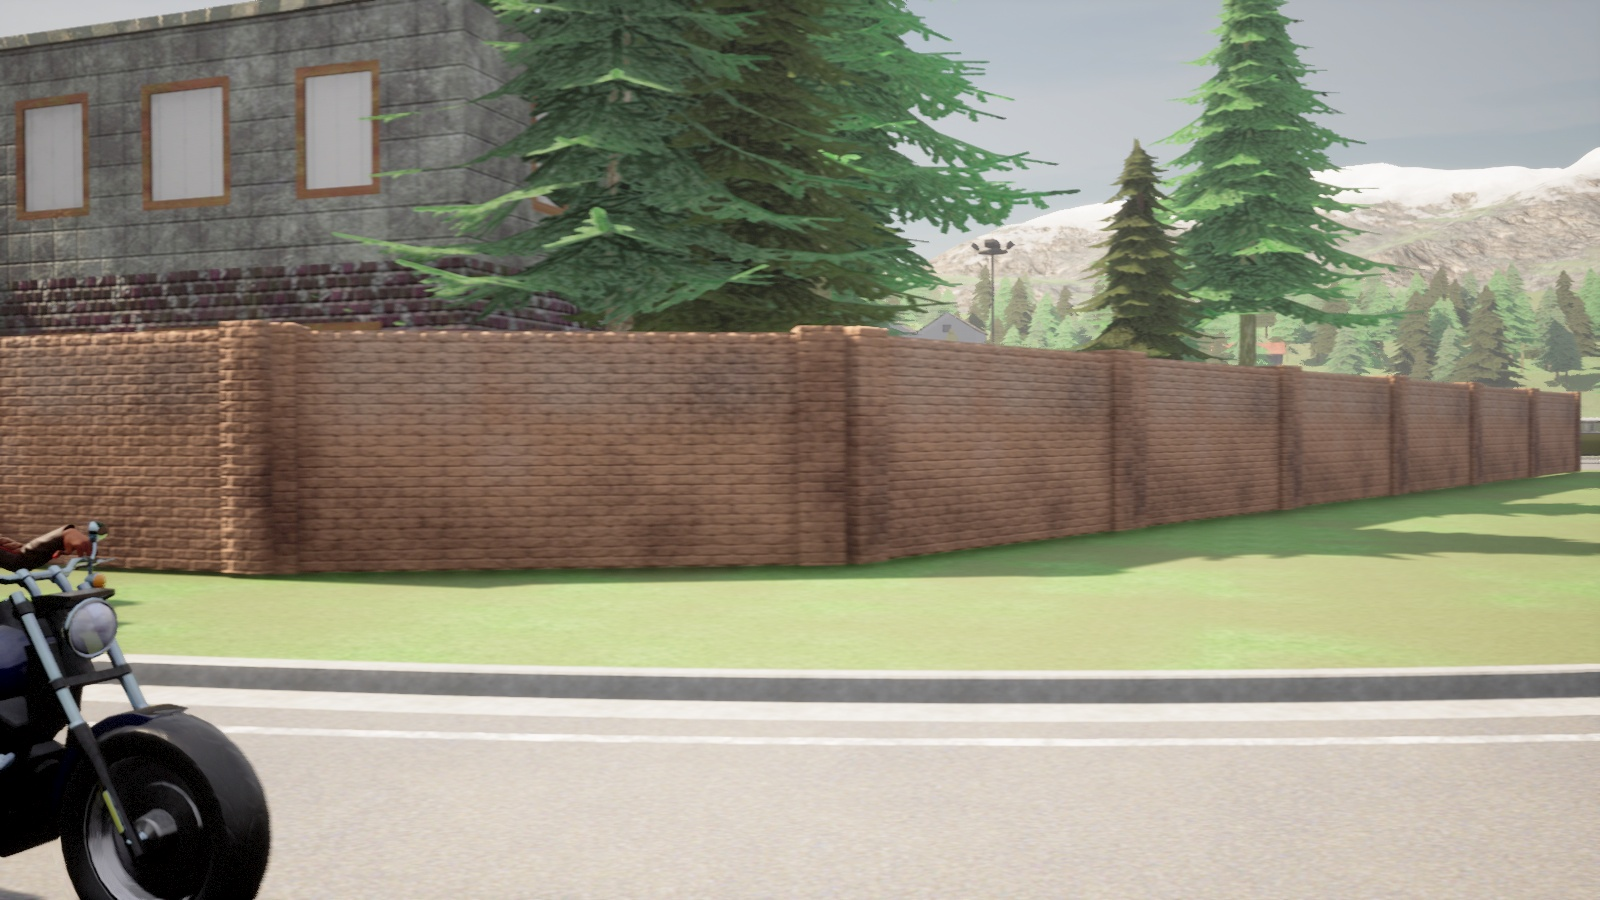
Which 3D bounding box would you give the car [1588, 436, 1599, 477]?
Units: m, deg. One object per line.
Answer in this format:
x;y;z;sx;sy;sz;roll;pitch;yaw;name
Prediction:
30.324;0.249;44.008;1.816;1.474;4.193;0;1;-40;car

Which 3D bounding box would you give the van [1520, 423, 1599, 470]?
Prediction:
33.798;-0.162;54.225;4.442;1.987;1.775;1;1;19;van

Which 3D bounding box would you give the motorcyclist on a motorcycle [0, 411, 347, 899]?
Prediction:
-2.713;0.701;4.105;2.350;1.649;0.766;1;1;19;motorcyclist on a motorcycle
